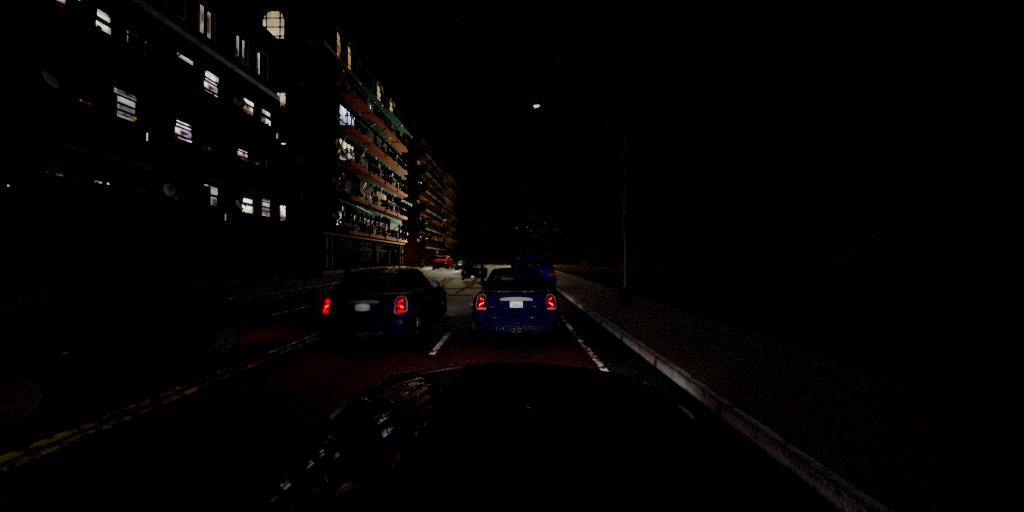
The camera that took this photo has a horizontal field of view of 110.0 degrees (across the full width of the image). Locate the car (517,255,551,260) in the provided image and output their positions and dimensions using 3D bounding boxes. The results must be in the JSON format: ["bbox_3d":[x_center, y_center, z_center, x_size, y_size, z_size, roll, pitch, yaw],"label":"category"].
[{"bbox_3d":[1.132,0.977,19.703,2.150,2.045,5.566,0,0,0],"label":"car"}]

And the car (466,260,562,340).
[{"bbox_3d":[0.095,1.103,10.128,2.097,1.767,4.553,0,0,0],"label":"car"}]

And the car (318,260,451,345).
[{"bbox_3d":[-3.154,1.104,9.685,2.097,1.767,4.553,0,0,0],"label":"car"}]

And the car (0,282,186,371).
[{"bbox_3d":[-9.854,1.352,7.443,1.895,1.301,4.718,0,0,0],"label":"car"}]

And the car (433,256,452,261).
[{"bbox_3d":[-9.857,0.973,51.104,2.150,2.045,5.566,0,0,0],"label":"car"}]

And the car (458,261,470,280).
[{"bbox_3d":[-3.155,1.353,31.135,1.895,1.301,4.718,0,0,0],"label":"car"}]

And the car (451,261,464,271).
[{"bbox_3d":[-6.607,1.315,48.830,1.994,1.385,4.181,0,0,0],"label":"car"}]

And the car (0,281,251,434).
[{"bbox_3d":[-6.602,1.228,5.675,1.882,1.535,5.008,0,0,0],"label":"car"}]
